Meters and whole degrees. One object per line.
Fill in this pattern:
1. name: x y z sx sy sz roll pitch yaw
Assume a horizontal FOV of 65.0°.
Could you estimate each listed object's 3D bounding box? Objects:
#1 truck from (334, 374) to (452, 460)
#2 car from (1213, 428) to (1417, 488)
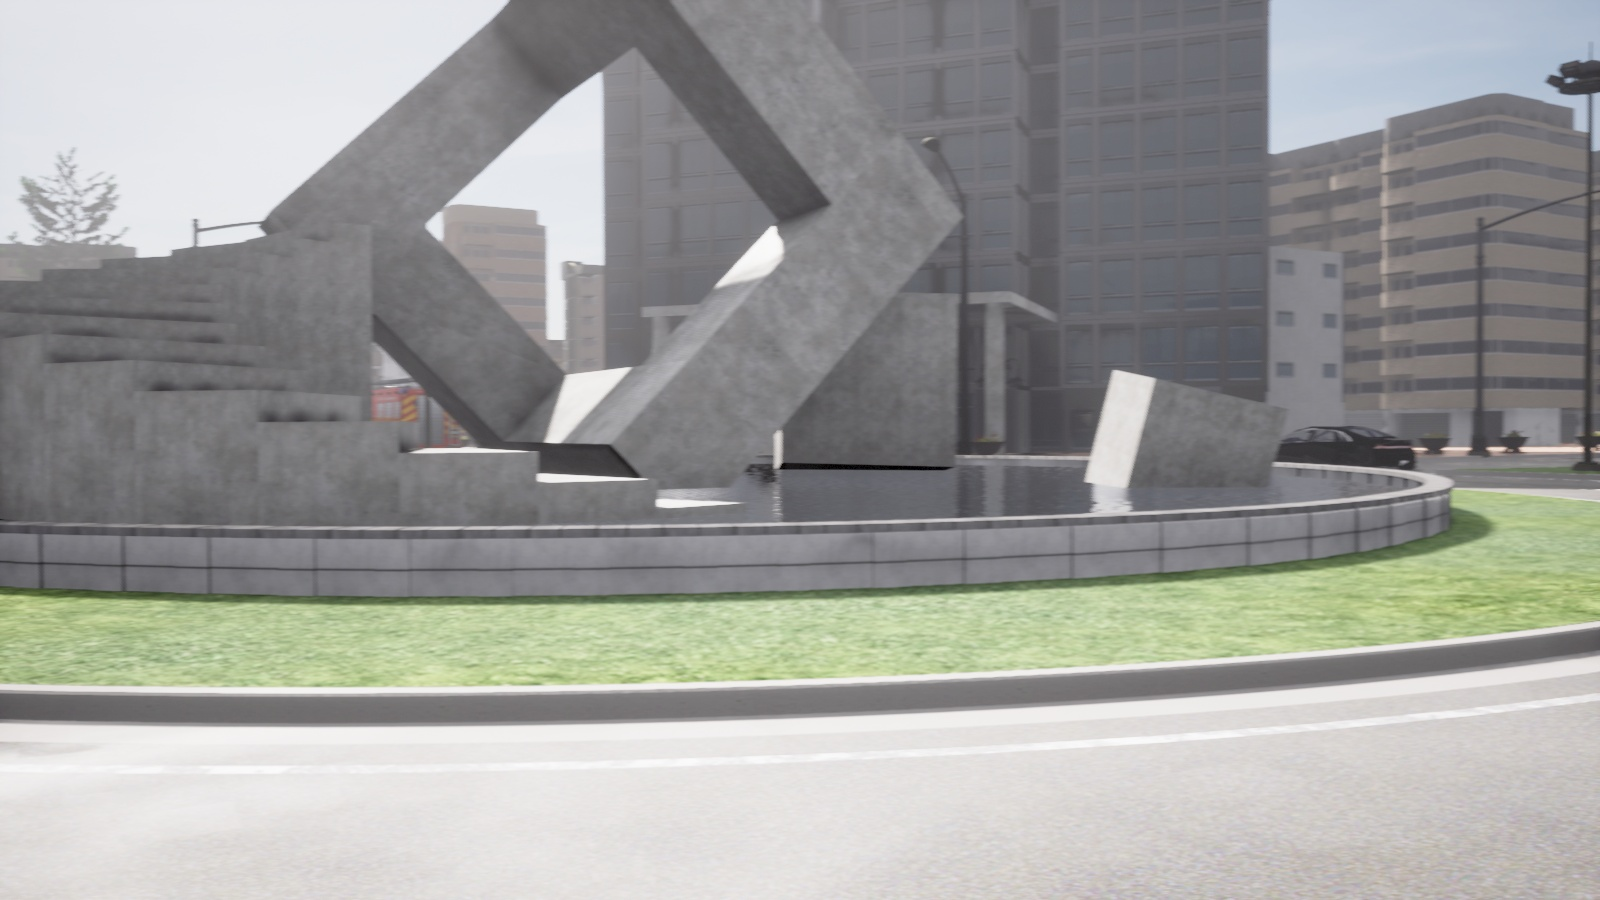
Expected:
1. truck: -19.633 -1.545 60.222 2.891 3.827 8.468 -1 1 -36
2. car: 13.951 0.160 34.347 2.128 1.511 4.902 0 1 -28
